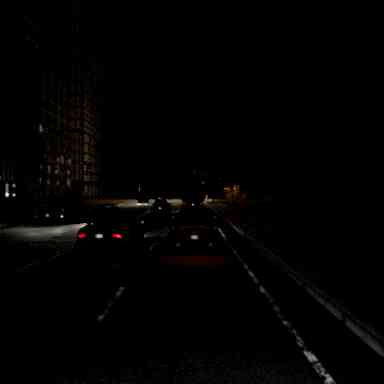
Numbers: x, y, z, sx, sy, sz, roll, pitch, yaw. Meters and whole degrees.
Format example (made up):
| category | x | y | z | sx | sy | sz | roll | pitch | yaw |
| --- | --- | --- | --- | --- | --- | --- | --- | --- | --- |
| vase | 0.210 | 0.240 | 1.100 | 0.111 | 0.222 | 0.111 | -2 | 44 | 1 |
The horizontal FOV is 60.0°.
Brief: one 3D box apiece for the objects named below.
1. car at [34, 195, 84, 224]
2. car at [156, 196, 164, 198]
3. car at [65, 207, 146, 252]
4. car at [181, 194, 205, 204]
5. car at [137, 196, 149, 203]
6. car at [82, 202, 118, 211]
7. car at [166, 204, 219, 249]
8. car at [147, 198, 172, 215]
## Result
| category | x | y | z | sx | sy | sz | roll | pitch | yaw |
| --- | --- | --- | --- | --- | --- | --- | --- | --- | --- |
| car | -9.856 | 1.232 | 25.411 | 2.150 | 2.045 | 5.566 | 0 | 0 | 0 |
| car | -6.513 | 1.567 | 67.045 | 2.033 | 1.411 | 5.357 | 0 | 0 | 0 |
| car | -3.153 | 1.554 | 13.828 | 2.033 | 1.411 | 5.357 | 0 | 0 | 0 |
| car | 0.096 | 1.237 | 33.120 | 2.150 | 2.045 | 5.566 | 0 | 0 | 0 |
| car | -9.764 | 1.537 | 67.032 | 2.128 | 1.511 | 4.902 | 0 | 0 | 0 |
| car | -6.603 | 1.576 | 25.600 | 1.994 | 1.385 | 4.181 | 0 | 0 | 0 |
| car | 0.095 | 1.484 | 14.522 | 1.882 | 1.535 | 5.008 | 0 | 0 | 0 |
| car | -3.156 | 1.580 | 34.780 | 1.994 | 1.385 | 4.181 | 0 | 0 | 0 |
